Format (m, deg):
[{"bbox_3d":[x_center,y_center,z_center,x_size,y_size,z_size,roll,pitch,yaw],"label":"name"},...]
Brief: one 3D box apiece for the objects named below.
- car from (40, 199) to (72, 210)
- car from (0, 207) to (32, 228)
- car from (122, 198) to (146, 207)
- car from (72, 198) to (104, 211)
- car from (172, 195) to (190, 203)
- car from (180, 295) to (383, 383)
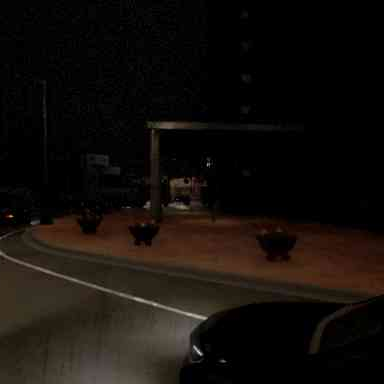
[{"bbox_3d":[-19.203,1.746,47.841,1.882,1.535,5.008,0,0,45],"label":"car"},{"bbox_3d":[-12.617,1.705,23.022,1.994,1.385,4.181,0,0,-10],"label":"car"},{"bbox_3d":[-10.326,1.788,59.326,1.837,1.490,4.892,0,0,34],"label":"car"},{"bbox_3d":[-13.795,1.590,45.289,2.097,1.767,4.553,0,0,12],"label":"car"},{"bbox_3d":[-2.384,1.488,71.455,1.837,1.490,4.892,0,0,33],"label":"car"},{"bbox_3d":[2.056,1.529,2.591,4.674,1.442,1.812,0,0,36],"label":"car"}]
